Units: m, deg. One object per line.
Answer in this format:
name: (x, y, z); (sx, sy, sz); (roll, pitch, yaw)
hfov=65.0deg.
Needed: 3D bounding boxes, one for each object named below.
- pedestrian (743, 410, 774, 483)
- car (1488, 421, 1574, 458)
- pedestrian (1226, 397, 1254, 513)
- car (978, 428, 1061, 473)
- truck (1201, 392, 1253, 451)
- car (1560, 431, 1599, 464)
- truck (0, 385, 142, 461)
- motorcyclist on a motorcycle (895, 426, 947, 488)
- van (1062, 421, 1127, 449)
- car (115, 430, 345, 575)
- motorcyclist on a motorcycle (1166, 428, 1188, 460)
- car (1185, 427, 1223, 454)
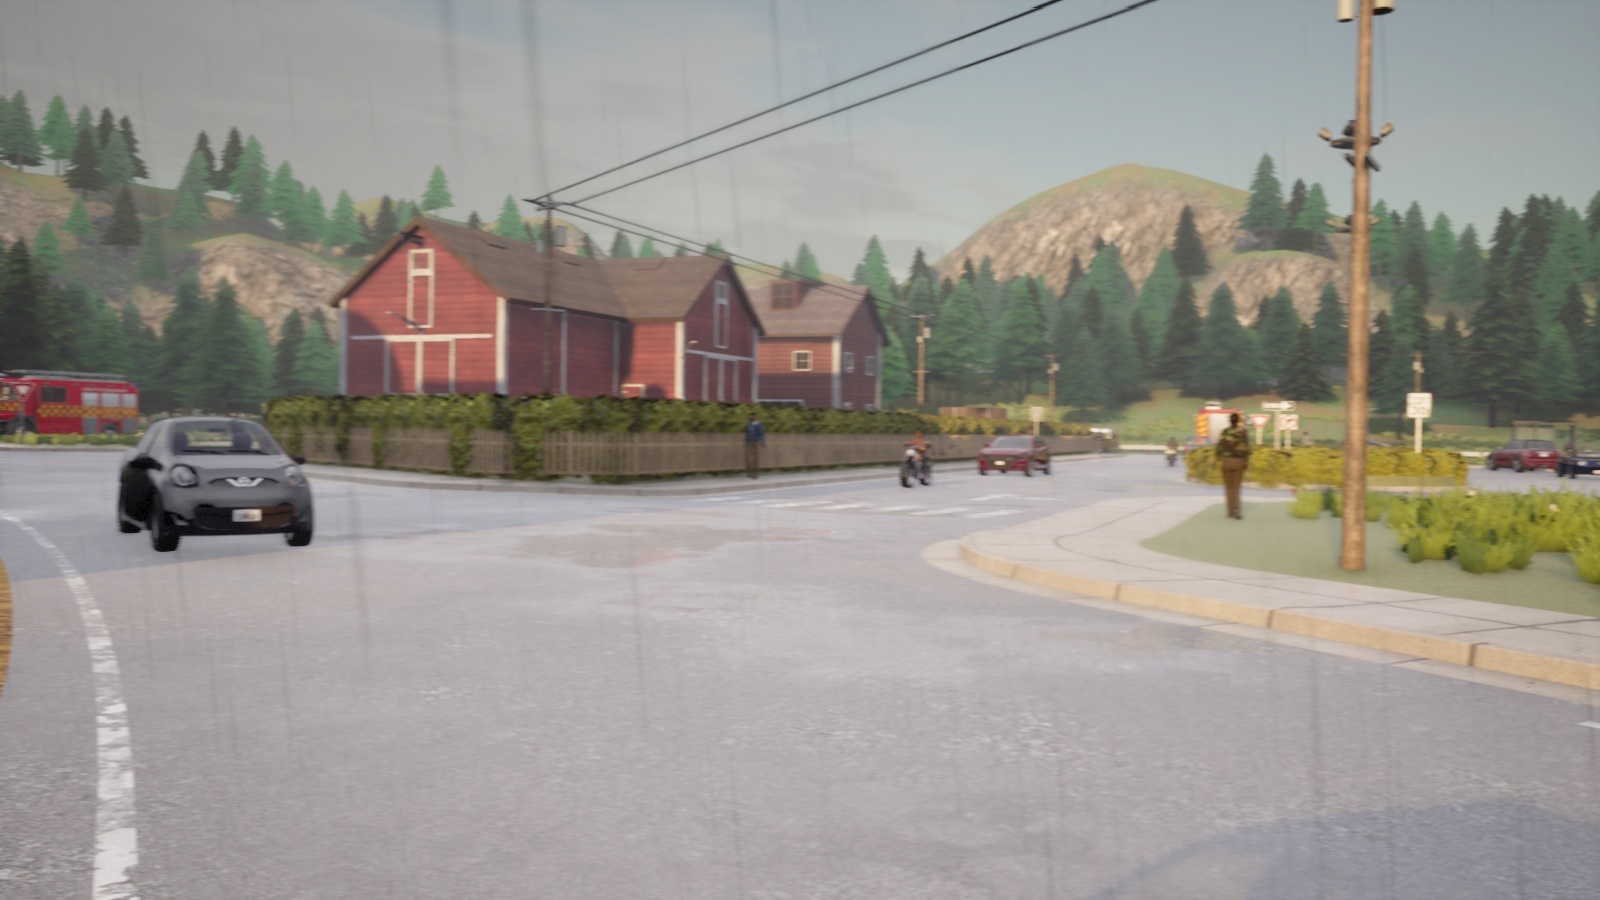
pedestrian: (-1.111, -0.096, 33.786); (0.423, 1.949, 0.788); (0, 1, 34)
car: (36.734, -0.554, 63.240); (2.097, 1.767, 4.553); (0, 1, 7)
pedestrian: (7.460, 0.071, 21.299); (0.395, 1.930, 0.692); (0, 1, 15)
car: (8.110, -0.018, 46.029); (1.882, 1.535, 5.008); (0, 1, 23)
truck: (29.356, -1.926, 86.186); (2.891, 3.827, 8.468); (0, 1, 22)
car: (33.820, -0.136, 53.418); (1.895, 1.301, 4.718); (0, 1, 23)
truck: (-40.022, -1.433, 67.261); (2.891, 3.827, 8.468); (0, 1, 23)
motorcyclist on a motorcycle: (3.382, 0.160, 34.900); (0.766, 1.649, 2.350); (0, 1, 23)
van: (22.655, -1.186, 96.659); (4.480, 2.038, 2.069); (1, 1, 30)
car: (-6.981, 0.520, 15.194); (1.845, 1.501, 3.633); (-1, 1, -36)
motorcyclist on a motorcycle: (18.477, -0.318, 61.482); (0.797, 1.523, 2.044); (0, 1, 23)
car: (23.850, -0.556, 74.131); (1.789, 1.549, 3.705); (0, 1, 23)
